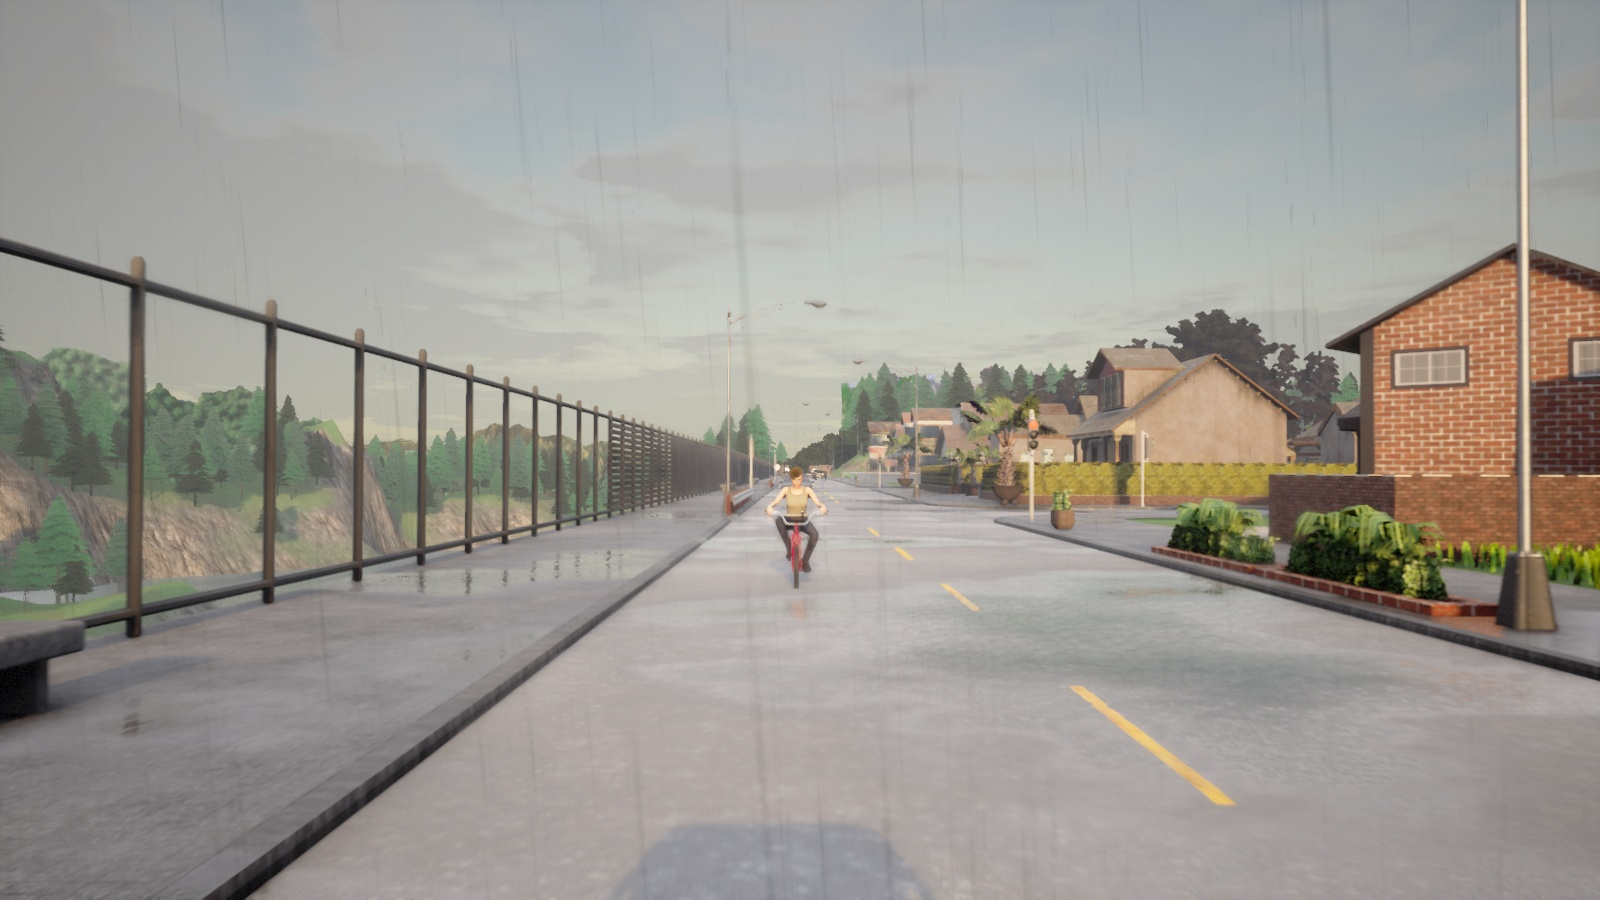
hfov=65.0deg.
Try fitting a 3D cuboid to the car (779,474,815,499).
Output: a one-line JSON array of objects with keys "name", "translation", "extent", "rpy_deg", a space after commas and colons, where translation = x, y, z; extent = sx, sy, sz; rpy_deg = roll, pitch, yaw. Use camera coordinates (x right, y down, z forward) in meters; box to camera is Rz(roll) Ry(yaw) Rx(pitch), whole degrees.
[{"name": "car", "translation": [-0.175, 2.110, 74.472], "extent": [2.033, 1.411, 5.357], "rpy_deg": [0, -1, 0]}]

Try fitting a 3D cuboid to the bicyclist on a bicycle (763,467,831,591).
[{"name": "bicyclist on a bicycle", "translation": [-0.037, 1.037, 17.054], "extent": [0.866, 1.612, 1.509], "rpy_deg": [0, -1, 0]}]
